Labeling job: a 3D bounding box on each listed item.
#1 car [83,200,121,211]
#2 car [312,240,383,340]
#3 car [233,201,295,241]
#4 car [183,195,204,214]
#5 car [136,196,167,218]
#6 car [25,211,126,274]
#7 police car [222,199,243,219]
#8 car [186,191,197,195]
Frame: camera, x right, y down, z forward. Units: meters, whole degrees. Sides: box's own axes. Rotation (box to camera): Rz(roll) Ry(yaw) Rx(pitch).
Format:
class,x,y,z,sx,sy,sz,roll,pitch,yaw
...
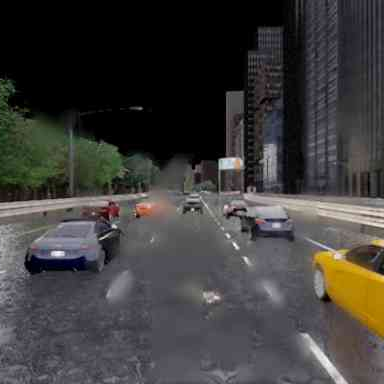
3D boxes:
class,x,y,z,sx,sy,sz,roll,pitch,yaw
car,-6.827,1.331,25.531,1.882,1.535,5.008,0,0,0
car,3.503,1.460,5.193,1.882,1.535,5.008,0,0,0
car,3.529,1.418,16.194,2.163,1.488,4.792,0,0,0
car,0.101,1.312,33.068,1.837,1.490,4.892,0,1,1
car,-3.311,1.190,27.995,2.097,1.767,4.553,0,0,0
car,-3.384,1.514,10.399,1.994,1.385,4.181,0,0,0
police car,3.580,1.350,27.136,2.038,1.542,4.974,0,0,0
car,0.409,1.135,56.581,1.882,1.535,5.008,0,0,1
